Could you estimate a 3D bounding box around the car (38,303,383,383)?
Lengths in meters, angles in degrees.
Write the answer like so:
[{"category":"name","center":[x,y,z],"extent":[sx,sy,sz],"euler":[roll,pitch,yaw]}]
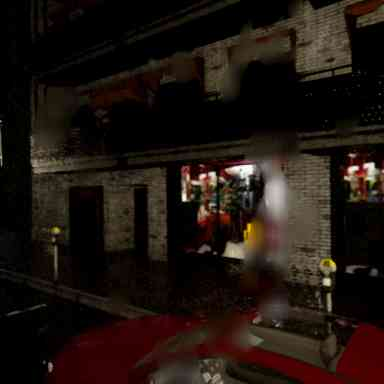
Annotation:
[{"category":"car","center":[0.554,1.577,2.494],"extent":[4.206,1.307,1.802],"euler":[0,-1,36]}]
